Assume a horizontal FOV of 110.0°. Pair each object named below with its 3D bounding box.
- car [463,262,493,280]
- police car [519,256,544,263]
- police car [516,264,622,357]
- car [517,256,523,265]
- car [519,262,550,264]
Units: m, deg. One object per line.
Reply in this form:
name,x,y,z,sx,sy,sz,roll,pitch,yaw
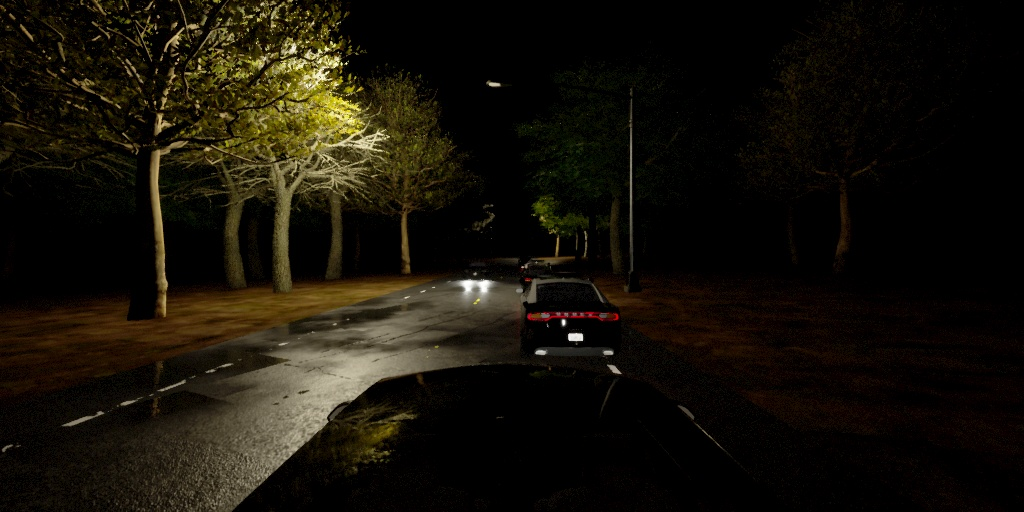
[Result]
car,-2.691,1.154,28.991,1.994,1.385,4.181,0,1,3
police car,1.666,1.059,24.574,1.930,1.638,5.238,0,1,3
police car,1.126,1.166,8.660,1.930,1.638,5.238,0,0,1
car,1.819,0.838,50.133,1.837,1.490,4.892,0,1,2
car,1.405,1.216,18.488,1.812,1.442,4.674,0,0,2
